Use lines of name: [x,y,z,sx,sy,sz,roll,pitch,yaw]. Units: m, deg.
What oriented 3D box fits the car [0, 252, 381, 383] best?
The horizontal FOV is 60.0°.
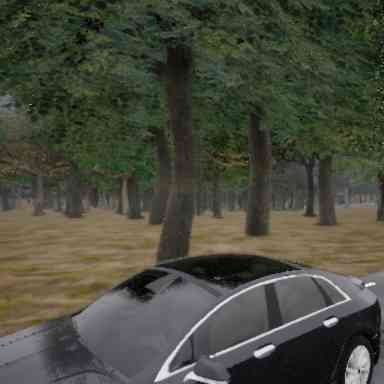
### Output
car: [0.134,1.511,3.488,4.892,1.490,1.837,0,1,-36]
